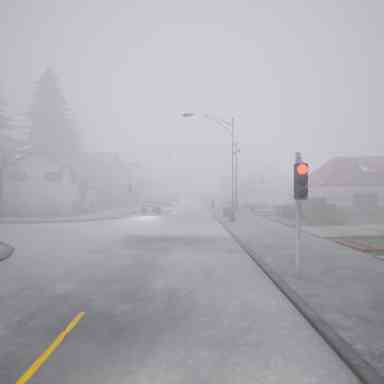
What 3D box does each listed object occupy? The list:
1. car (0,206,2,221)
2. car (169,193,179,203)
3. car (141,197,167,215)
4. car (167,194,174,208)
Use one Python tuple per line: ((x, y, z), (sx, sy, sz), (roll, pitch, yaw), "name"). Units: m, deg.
((-15.219, 1.221, 21.489), (5.566, 2.045, 2.150), (0, 0, 8), "car")
((-3.925, 1.211, 69.204), (2.150, 2.045, 5.566), (0, 0, 0), "car")
((-4.062, 1.491, 34.302), (2.128, 1.511, 4.902), (0, 0, 0), "car")
((-4.041, 1.504, 49.290), (1.837, 1.490, 4.892), (0, 0, 0), "car")
